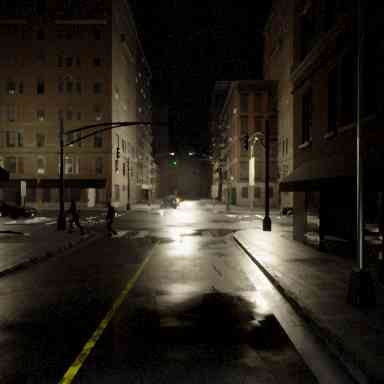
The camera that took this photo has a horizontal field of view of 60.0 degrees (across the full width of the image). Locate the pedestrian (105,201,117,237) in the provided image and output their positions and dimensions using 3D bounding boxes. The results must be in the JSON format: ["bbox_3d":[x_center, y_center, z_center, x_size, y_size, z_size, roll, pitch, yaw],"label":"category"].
[{"bbox_3d":[-3.996,1.290,16.462,0.375,1.860,0.375,0,0,0],"label":"pedestrian"}]

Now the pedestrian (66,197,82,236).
[{"bbox_3d":[-5.580,1.138,15.766,0.375,1.860,0.375,0,0,0],"label":"pedestrian"}]

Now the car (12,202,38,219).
[{"bbox_3d":[-15.019,1.327,26.030,5.357,1.411,2.033,1,0,4],"label":"car"}]

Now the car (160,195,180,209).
[{"bbox_3d":[-3.050,1.334,43.962,2.097,1.767,4.553,0,0,-1],"label":"car"}]

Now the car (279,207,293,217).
[{"bbox_3d":[10.977,1.794,32.619,4.718,1.301,1.895,1,0,0],"label":"car"}]

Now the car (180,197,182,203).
[{"bbox_3d":[-3.061,1.327,53.603,2.097,1.767,4.553,0,0,0],"label":"car"}]

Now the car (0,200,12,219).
[{"bbox_3d":[-15.445,1.279,22.757,4.892,1.490,1.837,1,0,0],"label":"car"}]

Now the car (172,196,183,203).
[{"bbox_3d":[-2.955,1.567,67.177,1.895,1.301,4.718,0,0,1],"label":"car"}]
